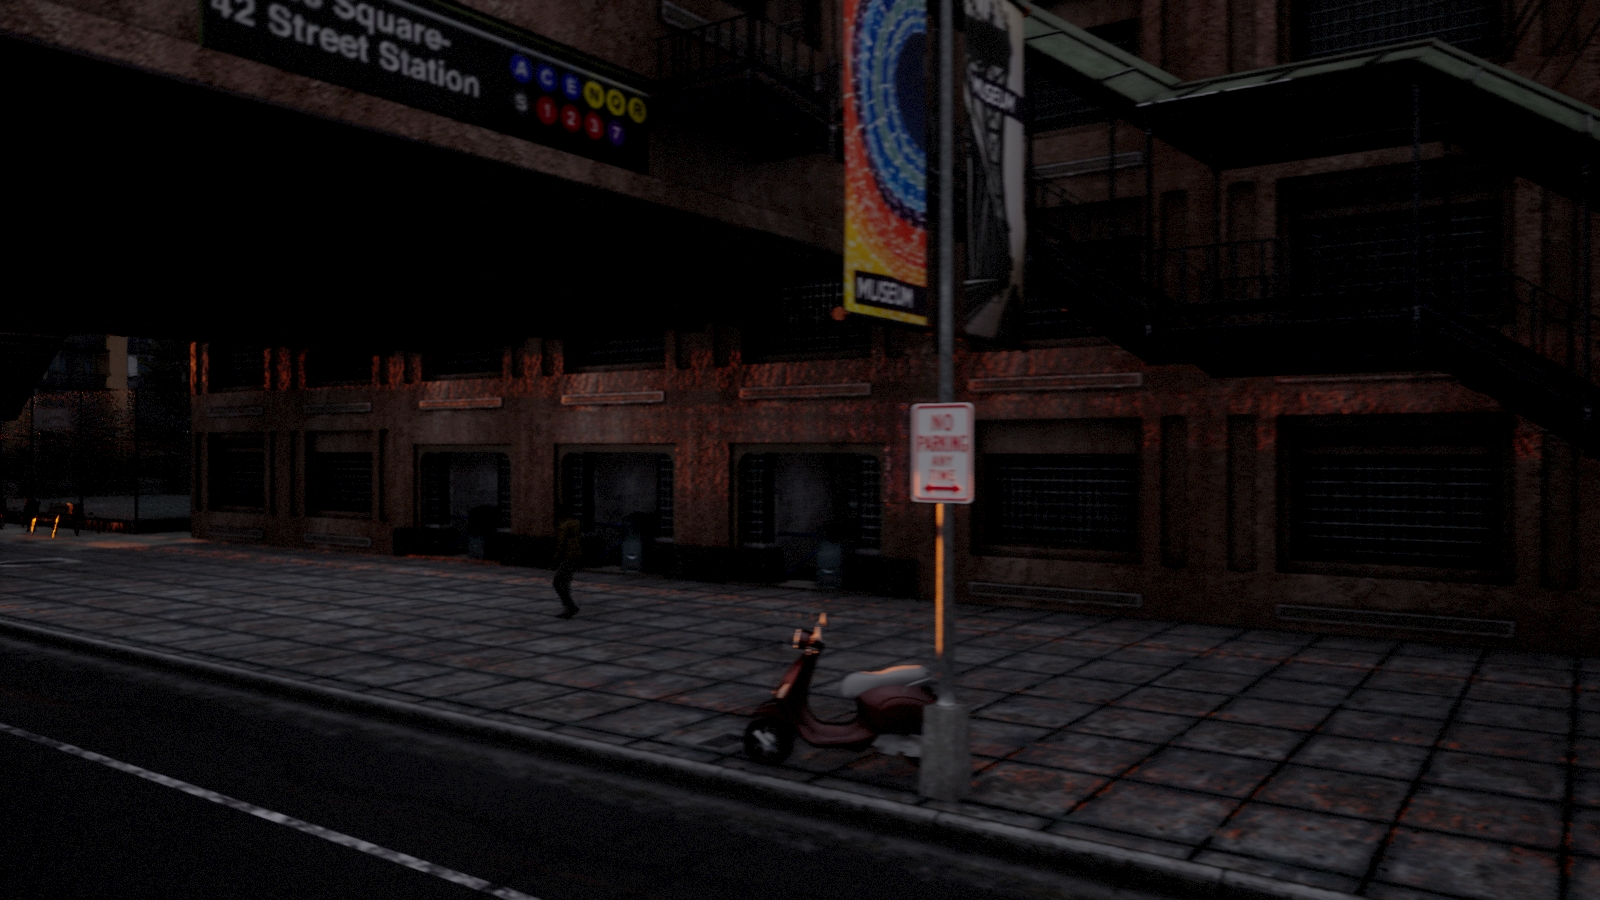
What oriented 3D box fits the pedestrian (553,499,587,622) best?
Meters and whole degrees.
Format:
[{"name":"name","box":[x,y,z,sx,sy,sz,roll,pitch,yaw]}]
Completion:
[{"name":"pedestrian","box":[-3.566,1.695,17.705,0.375,1.860,0.375,0,0,18]}]
